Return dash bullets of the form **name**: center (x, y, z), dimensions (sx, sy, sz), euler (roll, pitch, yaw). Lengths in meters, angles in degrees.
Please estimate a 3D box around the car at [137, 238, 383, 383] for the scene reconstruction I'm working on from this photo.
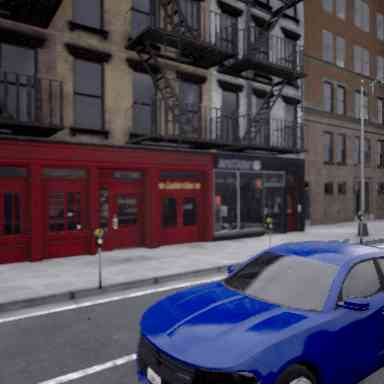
- **car**: center (1.683, 1.474, 4.569), dimensions (5.008, 1.535, 1.882), euler (0, 0, -35)
